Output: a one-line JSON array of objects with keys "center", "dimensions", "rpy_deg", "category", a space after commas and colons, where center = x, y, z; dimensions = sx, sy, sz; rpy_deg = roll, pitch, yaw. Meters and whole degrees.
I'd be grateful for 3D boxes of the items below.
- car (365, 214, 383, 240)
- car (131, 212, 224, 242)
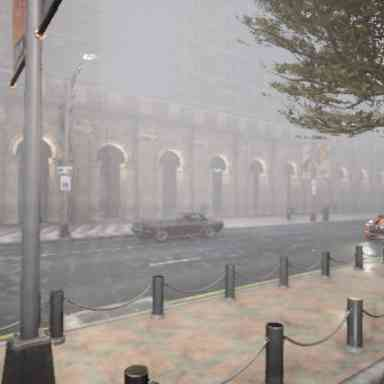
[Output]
[{"center": [10.997, 1.617, 17.295], "dimensions": [4.553, 1.767, 2.097], "rpy_deg": [1, 0, -35], "category": "car"}, {"center": [-0.681, 1.727, 17.211], "dimensions": [4.718, 1.301, 1.895], "rpy_deg": [1, -1, -36], "category": "car"}]
